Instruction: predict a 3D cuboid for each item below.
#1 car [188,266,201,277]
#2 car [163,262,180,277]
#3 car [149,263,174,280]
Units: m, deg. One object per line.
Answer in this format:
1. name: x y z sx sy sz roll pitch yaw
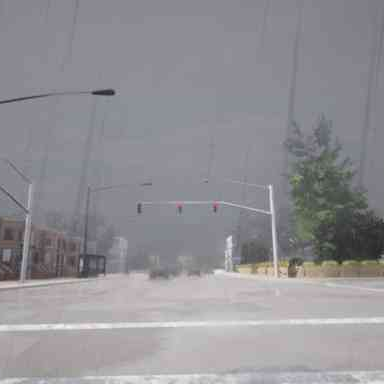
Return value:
1. car: 0.310 11.662 48.848 2.033 1.411 5.357 -1 -13 0
2. car: -3.363 10.974 47.119 2.150 2.045 5.566 -1 -13 1
3. car: -3.430 8.751 36.183 2.033 1.411 5.357 -1 -13 0
